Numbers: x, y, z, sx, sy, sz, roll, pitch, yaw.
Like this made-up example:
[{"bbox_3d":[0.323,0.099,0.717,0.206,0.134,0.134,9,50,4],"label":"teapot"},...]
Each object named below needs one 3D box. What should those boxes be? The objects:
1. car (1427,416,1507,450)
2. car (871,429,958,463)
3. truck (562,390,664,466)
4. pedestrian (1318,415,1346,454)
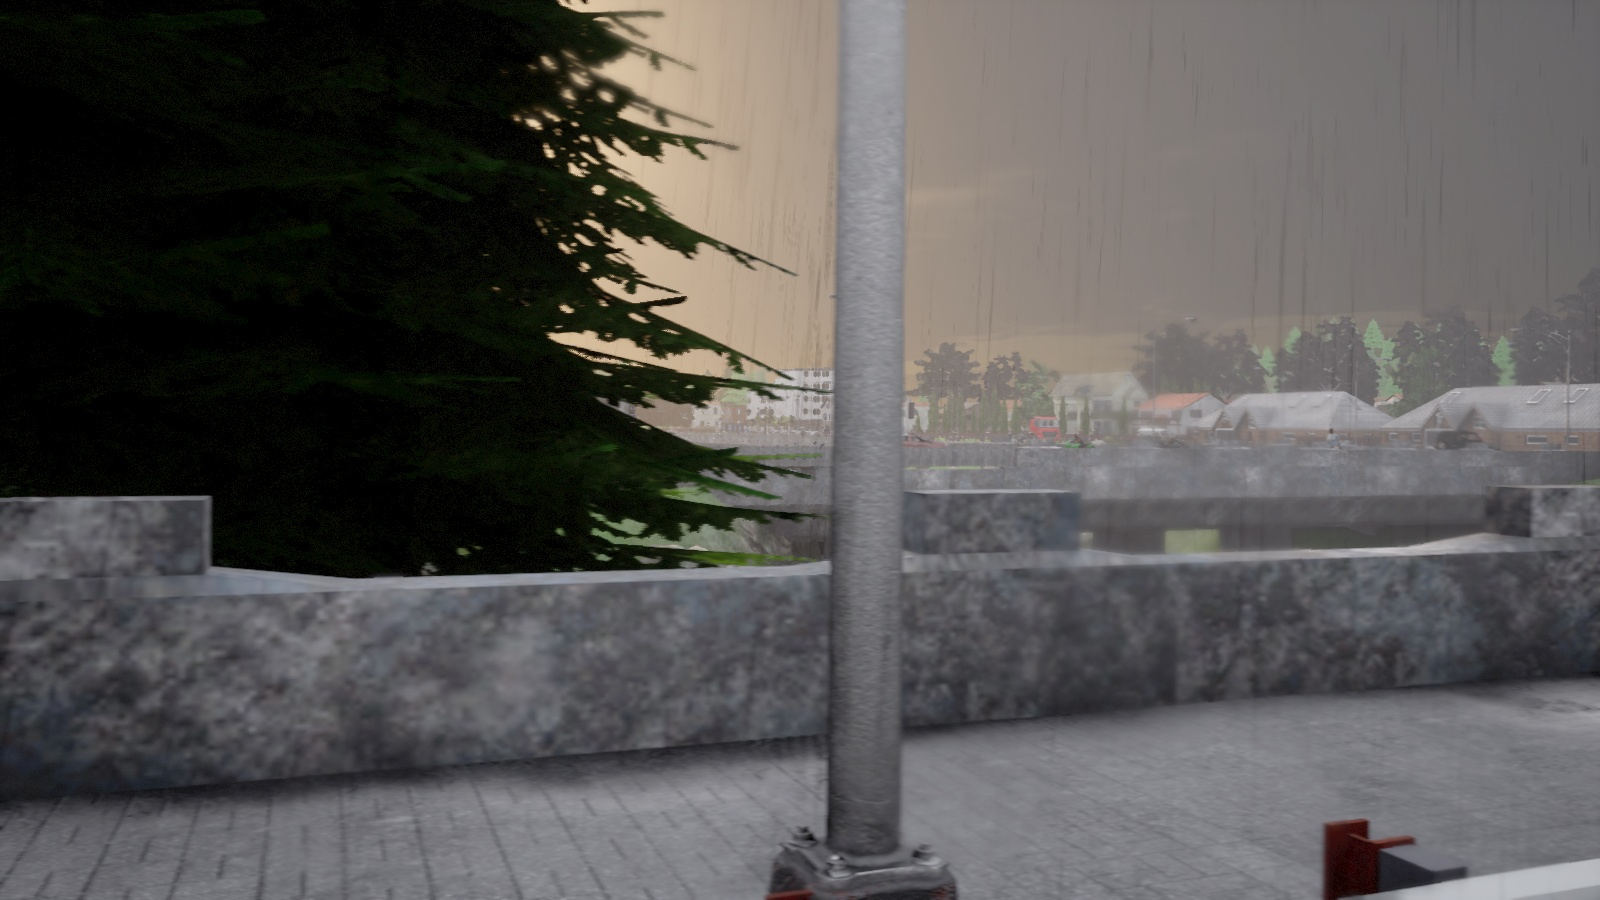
[{"bbox_3d":[37.718,-0.969,71.010,3.866,1.878,1.905,-1,1,-21],"label":"car"},{"bbox_3d":[5.350,-0.205,58.948,3.633,1.501,1.845,-1,1,-15],"label":"car"},{"bbox_3d":[-8.953,-1.085,61.181,2.891,3.462,7.936,0,1,7],"label":"truck"},{"bbox_3d":[25.881,-0.766,61.091,0.900,1.855,0.874,-1,1,-30],"label":"pedestrian"}]
